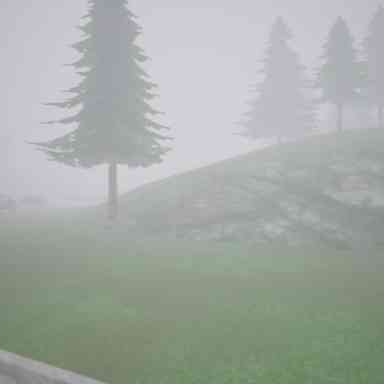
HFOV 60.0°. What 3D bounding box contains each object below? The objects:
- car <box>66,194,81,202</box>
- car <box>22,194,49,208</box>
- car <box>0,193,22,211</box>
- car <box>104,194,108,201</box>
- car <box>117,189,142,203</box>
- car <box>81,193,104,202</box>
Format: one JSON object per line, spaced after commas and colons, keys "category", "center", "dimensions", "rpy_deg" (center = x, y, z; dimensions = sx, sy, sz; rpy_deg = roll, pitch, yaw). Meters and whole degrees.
{"category": "car", "center": [-19.236, 0.933, 56.746], "dimensions": [1.895, 1.301, 4.718], "rpy_deg": [0, 1, 24]}
{"category": "car", "center": [-19.331, 1.066, 39.324], "dimensions": [1.837, 1.490, 4.892], "rpy_deg": [0, 1, 24]}
{"category": "car", "center": [-19.007, 1.016, 31.411], "dimensions": [2.097, 1.767, 4.553], "rpy_deg": [0, 1, 24]}
{"category": "car", "center": [-11.956, 0.827, 55.857], "dimensions": [1.882, 1.535, 5.008], "rpy_deg": [0, 1, 24]}
{"category": "car", "center": [-9.923, 0.580, 51.865], "dimensions": [2.150, 2.045, 5.566], "rpy_deg": [0, 0, 24]}
{"category": "car", "center": [-15.847, 0.856, 55.759], "dimensions": [1.812, 1.442, 4.674], "rpy_deg": [0, 1, 24]}
